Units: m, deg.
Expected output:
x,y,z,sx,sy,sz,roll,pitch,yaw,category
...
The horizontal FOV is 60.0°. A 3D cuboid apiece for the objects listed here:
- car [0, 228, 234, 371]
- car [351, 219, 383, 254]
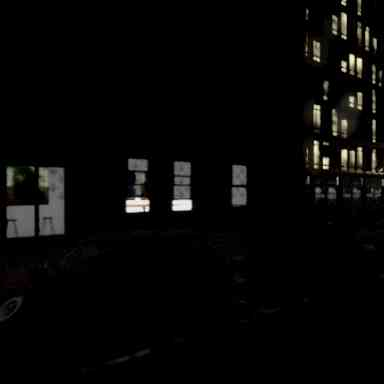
x,y,z,sx,sy,sz,roll,pitch,yaw,category
-1.310,1.423,5.617,4.097,1.590,1.967,-1,1,-35,car
7.577,1.422,11.943,4.829,1.417,1.752,-1,1,-35,car
